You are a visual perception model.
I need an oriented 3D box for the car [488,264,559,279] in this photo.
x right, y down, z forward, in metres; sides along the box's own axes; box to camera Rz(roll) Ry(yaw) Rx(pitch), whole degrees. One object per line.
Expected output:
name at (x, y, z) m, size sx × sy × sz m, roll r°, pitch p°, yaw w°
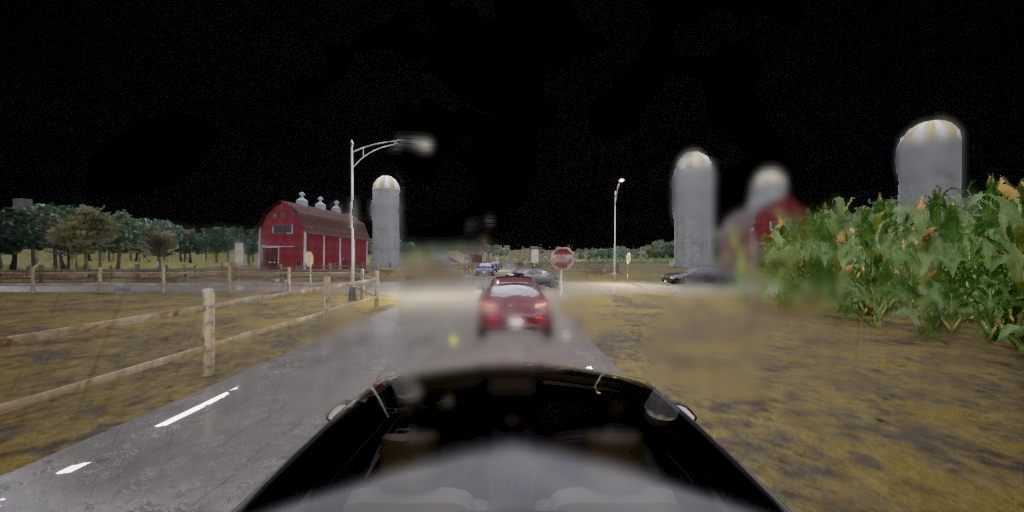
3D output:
car at (0.983, 1.397, 22.095) m, size 4.181 × 1.385 × 1.994 m, roll 1°, pitch -1°, yaw -39°

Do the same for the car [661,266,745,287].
car at (13.643, 1.428, 25.660) m, size 5.357 × 1.411 × 2.033 m, roll 0°, pitch 1°, yaw 0°

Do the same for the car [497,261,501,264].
car at (-2.933, 1.532, 48.929) m, size 1.994 × 1.385 × 4.181 m, roll 0°, pitch 0°, yaw 0°

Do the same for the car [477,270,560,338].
car at (0.035, 1.283, 10.125) m, size 1.812 × 1.442 × 4.674 m, roll 0°, pitch 0°, yaw -2°

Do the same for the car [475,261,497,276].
car at (-2.920, 1.434, 39.903) m, size 1.812 × 1.442 × 4.674 m, roll 0°, pitch 0°, yaw 0°
